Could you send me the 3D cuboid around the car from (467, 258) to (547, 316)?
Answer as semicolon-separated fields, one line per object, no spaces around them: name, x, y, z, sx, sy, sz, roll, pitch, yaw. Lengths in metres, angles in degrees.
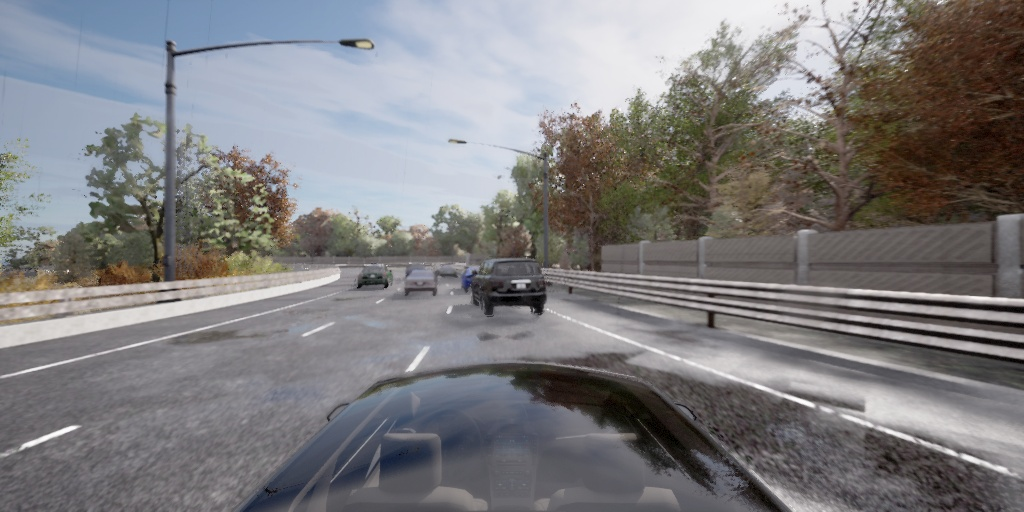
car;-0.303;1.118;14.368;2.150;2.045;5.566;0;-1;-13

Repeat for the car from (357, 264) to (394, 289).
car;-10.223;1.450;27.120;2.097;1.767;4.553;0;-1;-13

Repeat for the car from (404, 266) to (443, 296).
car;-5.405;1.557;21.743;2.033;1.411;5.357;0;-1;-11

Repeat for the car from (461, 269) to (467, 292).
car;-2.399;1.500;24.267;1.882;1.535;5.008;0;-1;-11

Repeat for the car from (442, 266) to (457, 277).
car;-7.789;1.823;42.307;1.994;1.385;4.181;0;-1;-20

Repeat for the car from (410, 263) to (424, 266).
car;-11.000;1.615;41.166;2.097;1.767;4.553;0;-1;-20
